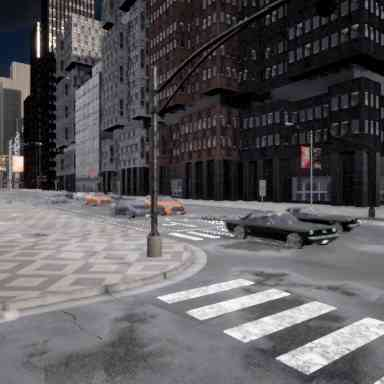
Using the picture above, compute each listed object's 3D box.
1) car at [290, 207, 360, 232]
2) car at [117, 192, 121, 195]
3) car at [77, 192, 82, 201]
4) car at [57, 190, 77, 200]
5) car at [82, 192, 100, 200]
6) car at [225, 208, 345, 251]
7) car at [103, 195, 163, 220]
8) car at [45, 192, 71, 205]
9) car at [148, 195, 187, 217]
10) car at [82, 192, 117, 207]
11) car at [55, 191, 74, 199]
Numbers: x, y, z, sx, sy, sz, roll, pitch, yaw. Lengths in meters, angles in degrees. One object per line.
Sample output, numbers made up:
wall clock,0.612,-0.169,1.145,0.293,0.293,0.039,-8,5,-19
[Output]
car,6.264,1.468,17.736,4.718,1.301,1.895,1,1,38
car,-12.991,0.763,54.077,2.128,1.511,4.902,0,1,-36
car,-19.268,0.706,57.234,1.812,1.442,4.674,0,1,-35
car,-20.392,0.359,53.061,1.882,1.535,5.008,0,1,-36
car,-19.062,0.712,62.506,1.895,1.301,4.718,0,1,-36
car,3.596,1.495,14.029,1.895,1.301,4.718,0,1,-36
car,-4.634,1.243,25.453,2.033,1.411,5.357,0,1,-36
car,-17.885,0.968,43.896,1.895,1.301,4.718,0,1,-35
car,-2.342,1.035,27.838,2.097,1.767,4.553,0,1,-36
car,-11.262,0.816,40.227,2.097,1.767,4.553,0,1,-36
car,-25.076,0.571,65.293,2.033,1.411,5.357,0,1,-36
